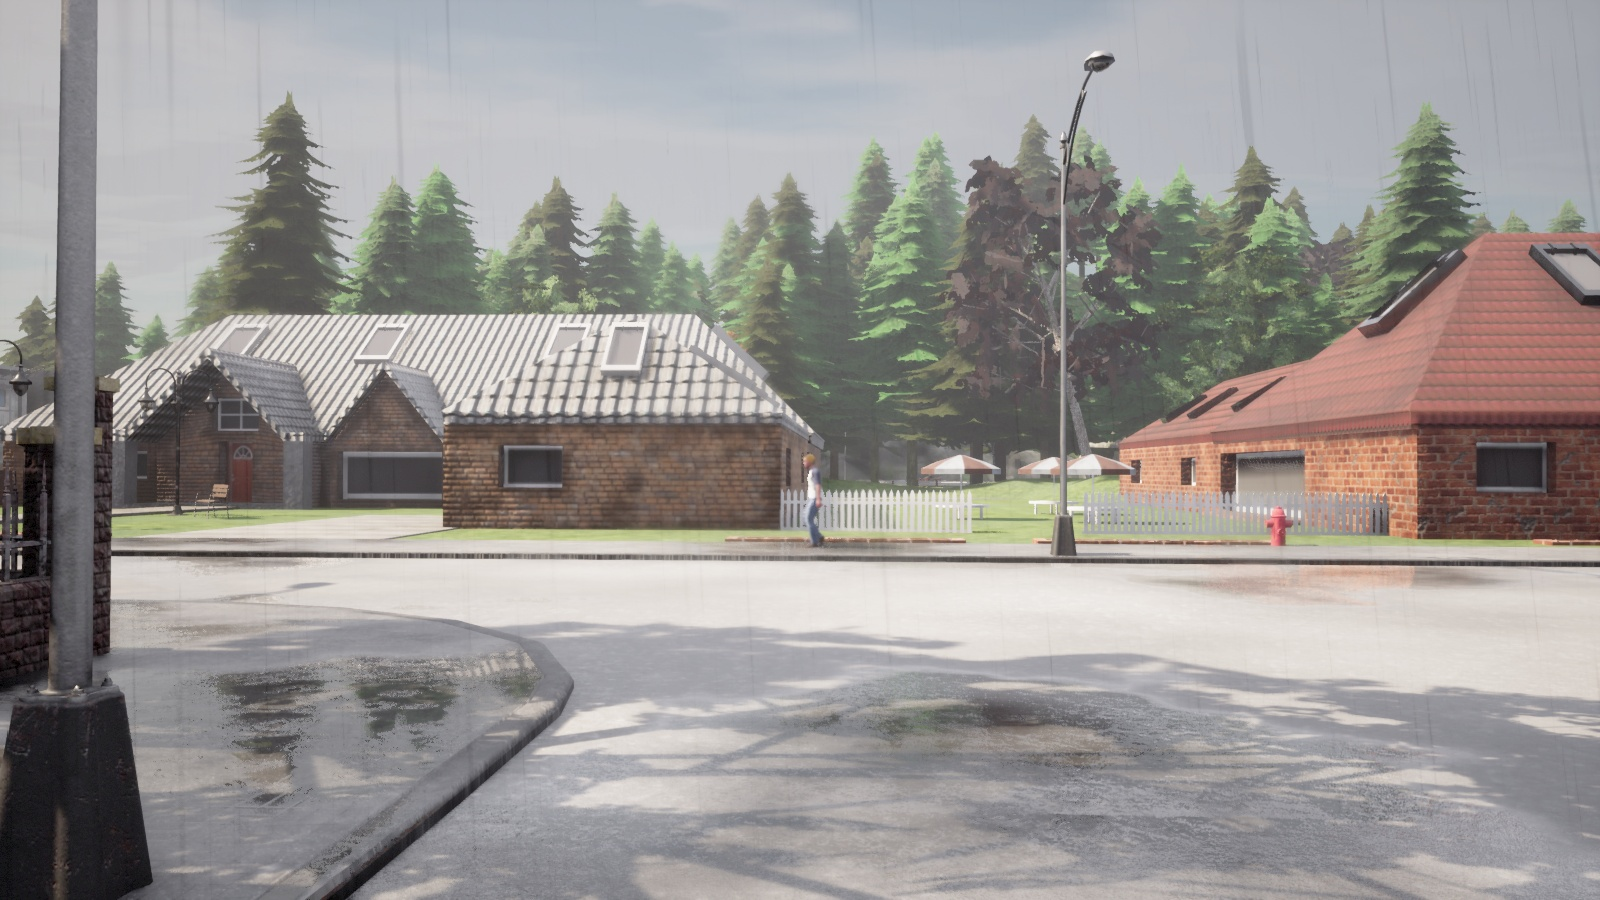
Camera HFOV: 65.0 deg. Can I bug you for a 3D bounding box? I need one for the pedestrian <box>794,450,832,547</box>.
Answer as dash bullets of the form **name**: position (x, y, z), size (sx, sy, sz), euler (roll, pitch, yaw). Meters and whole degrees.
- **pedestrian**: position (0.242, 0.919, 23.822), size (0.706, 1.836, 0.354), euler (0, -1, 2)
